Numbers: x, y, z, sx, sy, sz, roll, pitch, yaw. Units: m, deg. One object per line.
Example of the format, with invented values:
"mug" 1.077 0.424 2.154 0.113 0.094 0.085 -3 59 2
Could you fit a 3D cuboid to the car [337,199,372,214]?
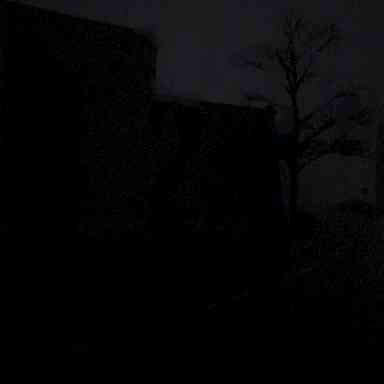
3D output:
"car" 17.960 1.548 37.029 1.882 1.535 5.008 1 0 -2
